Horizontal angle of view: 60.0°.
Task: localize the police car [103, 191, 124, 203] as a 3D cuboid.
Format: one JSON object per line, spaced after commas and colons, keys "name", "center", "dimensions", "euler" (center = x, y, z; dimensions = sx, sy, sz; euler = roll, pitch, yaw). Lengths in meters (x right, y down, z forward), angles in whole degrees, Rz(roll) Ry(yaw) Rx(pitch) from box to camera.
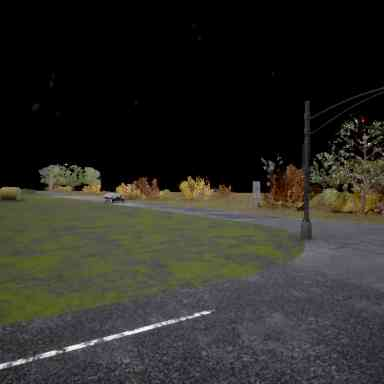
{"name": "police car", "center": [-11.672, 0.744, 49.722], "dimensions": [1.930, 1.638, 5.238], "euler": [1, 0, -32]}
